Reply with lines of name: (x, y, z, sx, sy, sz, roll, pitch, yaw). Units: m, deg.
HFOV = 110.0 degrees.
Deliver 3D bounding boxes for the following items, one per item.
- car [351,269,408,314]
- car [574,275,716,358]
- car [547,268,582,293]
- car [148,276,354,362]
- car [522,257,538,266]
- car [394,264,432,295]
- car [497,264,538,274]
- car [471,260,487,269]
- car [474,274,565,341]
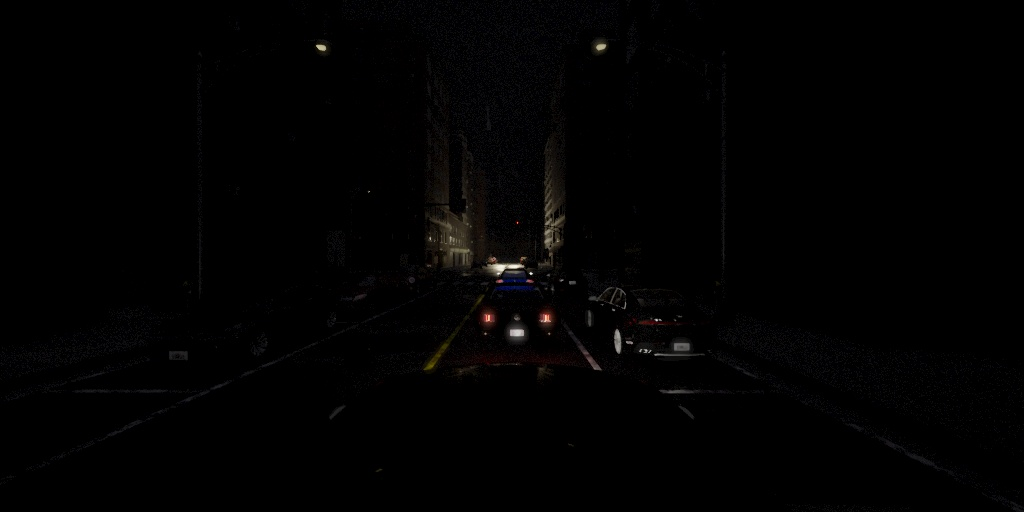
car: (-5.635, 1.332, 13.760, 1.802, 1.307, 4.207, 0, 0, 0)
car: (2.875, 1.300, 8.234, 2.007, 1.370, 4.403, 0, 0, 0)
car: (2.907, 1.316, 19.236, 1.948, 1.339, 4.313, 0, 0, 0)
car: (-5.650, 1.315, 8.258, 1.948, 1.339, 4.313, 0, 0, 0)
car: (3.050, 1.225, 56.325, 1.967, 1.591, 4.097, 0, 0, 0)
car: (-5.618, 1.190, 19.261, 1.967, 1.591, 4.097, 0, 0, 0)
car: (0.145, 1.314, 18.617, 1.994, 1.385, 4.181, 0, 0, 1)
car: (-5.475, 1.367, 56.363, 1.802, 1.307, 4.207, 0, 0, 0)
car: (0.118, 1.351, 9.858, 1.895, 1.301, 4.718, 0, 0, 0)
